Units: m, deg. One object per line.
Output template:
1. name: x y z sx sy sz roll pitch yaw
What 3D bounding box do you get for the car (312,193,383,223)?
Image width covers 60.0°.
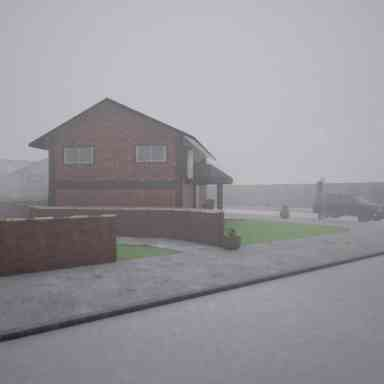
1. car: 12.229 1.124 26.068 2.150 2.045 5.566 0 1 -36

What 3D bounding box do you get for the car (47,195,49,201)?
1. car: -15.311 0.969 37.920 1.905 1.878 3.866 0 0 -35
